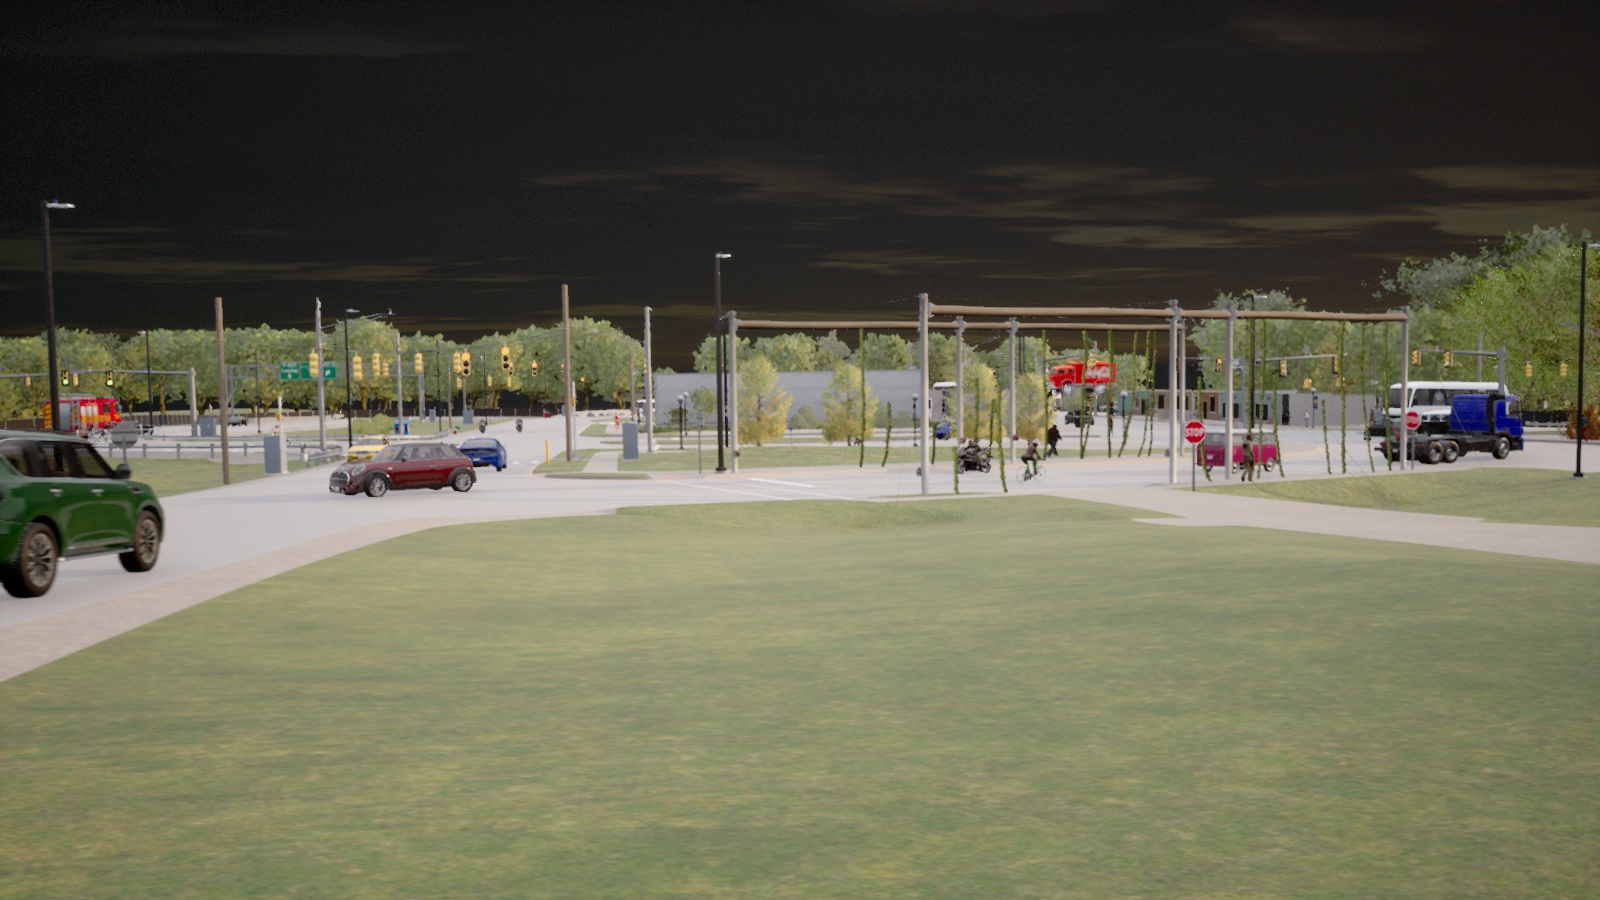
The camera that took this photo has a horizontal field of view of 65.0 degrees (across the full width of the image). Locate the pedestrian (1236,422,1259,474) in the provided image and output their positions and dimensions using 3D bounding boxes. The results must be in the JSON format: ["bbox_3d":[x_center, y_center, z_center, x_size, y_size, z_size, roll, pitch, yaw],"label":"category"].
[{"bbox_3d":[16.782,-0.079,47.100,0.692,1.930,0.396,-4,4,-25],"label":"pedestrian"}]

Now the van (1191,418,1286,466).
[{"bbox_3d":[20.143,-0.420,57.650,4.442,1.987,1.775,-3,4,-34],"label":"van"}]

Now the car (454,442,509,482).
[{"bbox_3d":[-14.333,0.481,56.796,1.882,1.535,5.008,-3,2,-9],"label":"car"}]

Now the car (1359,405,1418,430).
[{"bbox_3d":[39.253,-2.190,83.872,1.789,1.549,3.705,-3,2,-9],"label":"car"}]

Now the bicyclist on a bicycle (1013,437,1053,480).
[{"bbox_3d":[9.296,0.318,50.113,1.656,1.620,0.582,-2,3,-35],"label":"bicyclist on a bicycle"}]

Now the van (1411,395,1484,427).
[{"bbox_3d":[43.012,-2.586,83.478,2.069,2.038,4.480,-3,2,-8],"label":"van"}]

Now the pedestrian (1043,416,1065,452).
[{"bbox_3d":[13.254,-0.832,65.625,0.899,1.844,0.634,-5,4,-33],"label":"pedestrian"}]

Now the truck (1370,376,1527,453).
[{"bbox_3d":[33.758,-1.920,65.319,7.936,3.462,2.891,-4,4,-24],"label":"truck"}]

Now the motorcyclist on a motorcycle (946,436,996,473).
[{"bbox_3d":[7.526,0.172,55.225,2.191,1.530,0.866,-3,3,-35],"label":"motorcyclist on a motorcycle"}]

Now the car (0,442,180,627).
[{"bbox_3d":[-10.272,0.993,16.349,2.150,2.045,5.566,-3,0,-7],"label":"car"}]

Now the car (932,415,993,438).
[{"bbox_3d":[12.326,-1.791,95.590,4.193,1.474,1.816,-3,3,-12],"label":"car"}]

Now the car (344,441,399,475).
[{"bbox_3d":[-23.100,0.386,67.856,1.801,1.575,5.366,-3,2,-9],"label":"car"}]

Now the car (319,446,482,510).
[{"bbox_3d":[-13.050,0.853,41.156,4.553,1.767,2.097,-4,3,-44],"label":"car"}]
